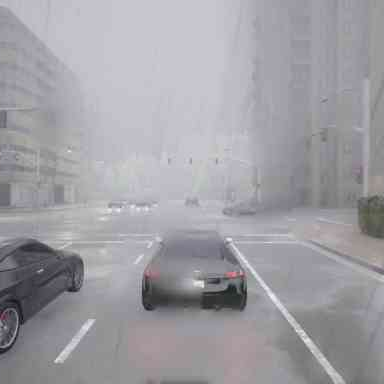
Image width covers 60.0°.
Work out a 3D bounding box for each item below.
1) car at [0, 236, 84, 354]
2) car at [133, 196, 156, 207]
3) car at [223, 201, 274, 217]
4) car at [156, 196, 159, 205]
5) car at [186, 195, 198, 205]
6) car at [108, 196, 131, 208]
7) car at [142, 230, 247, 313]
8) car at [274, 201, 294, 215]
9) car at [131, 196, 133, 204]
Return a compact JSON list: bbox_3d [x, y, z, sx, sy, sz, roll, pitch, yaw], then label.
[{"bbox_3d":[-3.460,1.526,5.956,1.812,1.442,4.674,0,0,0],"label":"car"},{"bbox_3d":[-7.168,1.547,50.757,2.033,1.411,5.357,0,0,0],"label":"car"},{"bbox_3d":[4.927,1.564,30.370,4.181,1.385,1.994,0,0,0],"label":"car"},{"bbox_3d":[-7.173,1.505,60.772,1.837,1.490,4.892,0,0,0],"label":"car"},{"bbox_3d":[-0.023,1.352,57.721,2.097,1.767,4.553,0,0,0],"label":"car"},{"bbox_3d":[-10.674,1.547,48.227,2.033,1.411,5.357,0,0,0],"label":"car"},{"bbox_3d":[0.050,1.564,7.758,1.994,1.385,4.181,0,0,0],"label":"car"},{"bbox_3d":[7.767,1.601,33.847,4.718,1.301,1.895,0,0,0],"label":"car"},{"bbox_3d":[-10.682,1.505,57.919,1.837,1.490,4.892,0,0,0],"label":"car"}]
